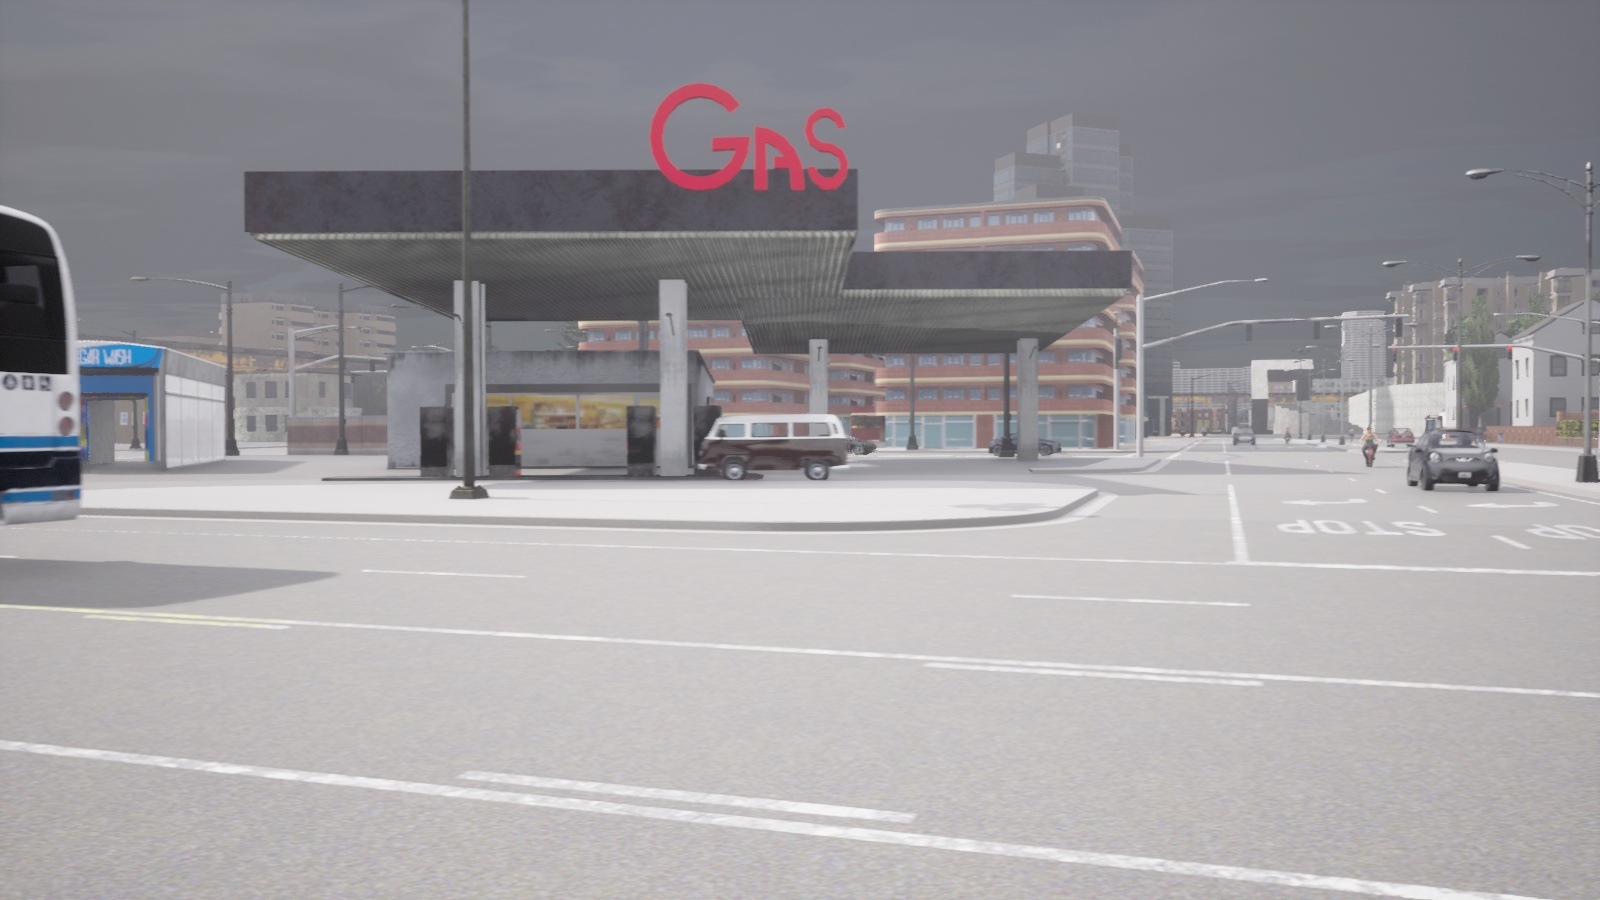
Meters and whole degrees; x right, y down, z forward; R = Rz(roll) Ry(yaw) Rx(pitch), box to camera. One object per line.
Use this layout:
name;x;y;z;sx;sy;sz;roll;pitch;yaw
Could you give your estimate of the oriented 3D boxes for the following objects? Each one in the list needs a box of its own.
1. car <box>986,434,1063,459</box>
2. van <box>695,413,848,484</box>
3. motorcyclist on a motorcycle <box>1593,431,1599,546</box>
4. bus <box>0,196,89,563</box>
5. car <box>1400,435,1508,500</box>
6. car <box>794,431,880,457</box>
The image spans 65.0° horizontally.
car;12.922;-0.220;72.287;4.181;1.385;1.994;0;1;16
van;-0.854;-0.058;37.743;4.480;2.038;2.069;0;1;-1
motorcyclist on a motorcycle;11.328;0.555;16.714;0.866;1.590;1.817;1;1;18
bus;-14.389;-0.852;15.468;10.273;4.253;3.944;1;1;19
car;16.338;0.396;31.554;1.845;1.501;3.633;1;1;19
car;2.237;-0.379;75.721;4.792;1.488;2.163;1;1;18
